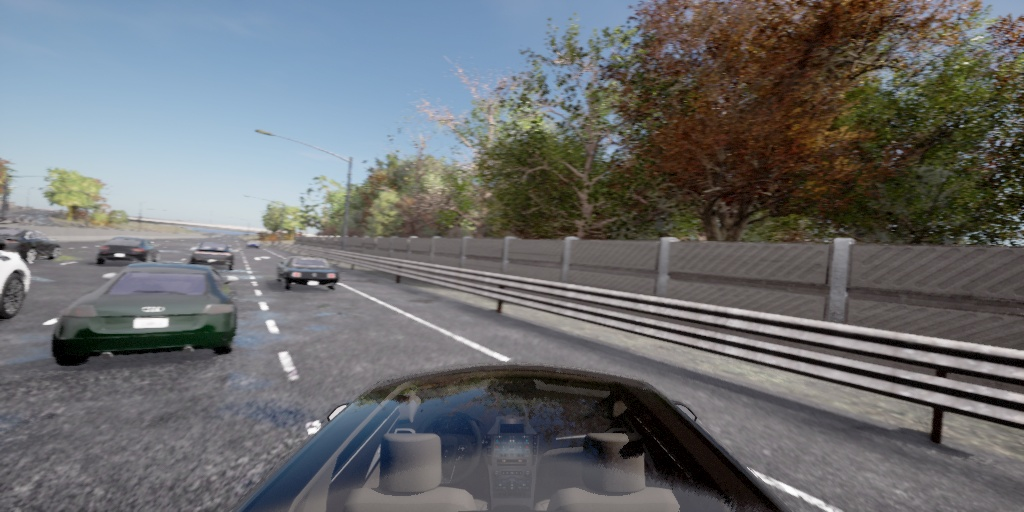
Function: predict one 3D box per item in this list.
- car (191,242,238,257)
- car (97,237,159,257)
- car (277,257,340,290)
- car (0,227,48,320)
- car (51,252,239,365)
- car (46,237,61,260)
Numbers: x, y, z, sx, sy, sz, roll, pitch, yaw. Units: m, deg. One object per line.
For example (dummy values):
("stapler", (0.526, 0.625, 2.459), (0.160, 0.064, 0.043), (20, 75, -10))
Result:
("car", (-17.043, -0.049, 20.547), (2.128, 1.511, 4.902), (5, 0, -38))
("car", (-20.544, -0.306, 19.334), (1.812, 1.442, 4.674), (5, 0, -38))
("car", (-9.112, 0.681, 15.815), (1.895, 1.301, 4.718), (5, 0, -38))
("car", (-9.370, 0.221, 4.933), (2.150, 2.045, 5.566), (5, 0, -38))
("car", (-6.317, 0.822, 6.659), (1.994, 1.385, 4.181), (5, 0, -38))
("car", (-22.556, -0.521, 16.255), (2.128, 1.511, 4.902), (5, 0, -38))
